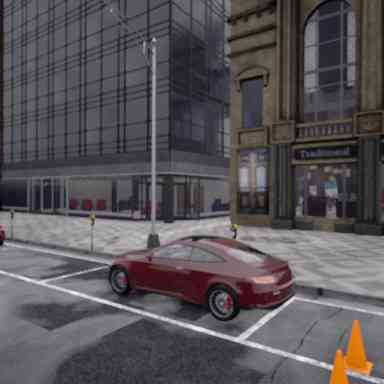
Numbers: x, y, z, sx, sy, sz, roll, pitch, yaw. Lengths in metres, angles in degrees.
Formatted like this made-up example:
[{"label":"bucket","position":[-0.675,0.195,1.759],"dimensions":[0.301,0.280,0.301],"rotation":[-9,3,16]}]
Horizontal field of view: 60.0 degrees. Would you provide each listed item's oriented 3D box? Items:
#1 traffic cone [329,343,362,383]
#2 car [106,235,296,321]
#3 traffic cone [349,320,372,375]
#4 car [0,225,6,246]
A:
[{"label":"traffic cone","position":[1.538,1.954,3.481],"dimensions":[0.340,0.580,0.340],"rotation":[0,0,35]},{"label":"car","position":[0.019,1.575,7.048],"dimensions":[4.206,1.307,1.802],"rotation":[0,0,35]},{"label":"traffic cone","position":[2.116,1.954,4.297],"dimensions":[0.340,0.580,0.340],"rotation":[0,0,35]},{"label":"car","position":[-9.182,1.554,13.560],"dimensions":[4.206,1.307,1.802],"rotation":[0,0,35]}]
